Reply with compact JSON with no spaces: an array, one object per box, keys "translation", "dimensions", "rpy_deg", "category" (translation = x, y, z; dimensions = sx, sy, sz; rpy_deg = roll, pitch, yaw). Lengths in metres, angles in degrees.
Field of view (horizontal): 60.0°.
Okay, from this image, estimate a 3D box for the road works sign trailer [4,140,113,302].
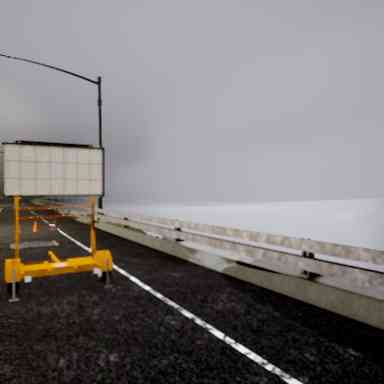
[{"translation":[-3.561,0.518,8.711],"dimensions":[2.380,3.560,2.880],"rpy_deg":[0,0,-30],"category":"road works sign trailer"}]
